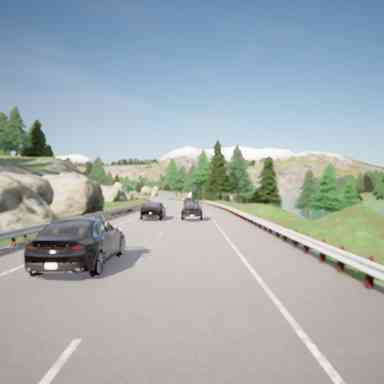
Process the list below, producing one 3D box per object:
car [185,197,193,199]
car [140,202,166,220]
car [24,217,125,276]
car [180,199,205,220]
[{"bbox_3d":[-0.616,1.699,59.384,2.033,1.649,4.856,0,-1,-4],"label":"car"},{"bbox_3d":[-3.391,1.585,29.548,1.882,1.535,5.008,0,0,0],"label":"car"},{"bbox_3d":[-3.397,1.543,10.435,1.837,1.490,4.892,0,0,0],"label":"car"},{"bbox_3d":[0.012,1.654,29.045,1.837,1.490,4.892,0,0,0],"label":"car"}]
